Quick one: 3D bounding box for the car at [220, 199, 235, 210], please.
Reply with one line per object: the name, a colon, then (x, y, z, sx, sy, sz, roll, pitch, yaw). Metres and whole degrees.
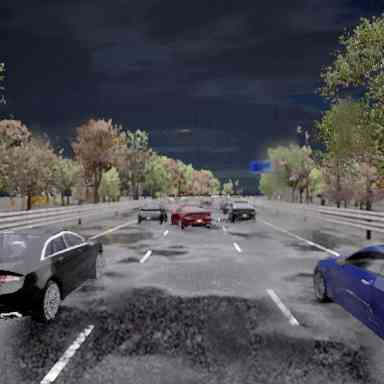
car: (5.110, 1.831, 48.835, 2.033, 1.411, 5.357, 0, 0, 4)

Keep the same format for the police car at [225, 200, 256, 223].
police car: (4.017, 1.575, 27.219, 1.930, 1.638, 5.238, 0, 0, 2)

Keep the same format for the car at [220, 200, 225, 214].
car: (4.485, 1.708, 37.975, 2.128, 1.511, 4.902, 0, 0, 3)

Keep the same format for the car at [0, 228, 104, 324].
car: (-3.336, 1.528, 7.213, 2.128, 1.511, 4.902, 0, 0, 1)

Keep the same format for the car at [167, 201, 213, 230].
car: (-0.125, 1.598, 22.371, 1.882, 1.535, 5.008, -1, 0, -14)

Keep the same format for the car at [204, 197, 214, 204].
car: (4.072, 2.018, 78.439, 2.033, 1.411, 5.357, 0, 0, 6)

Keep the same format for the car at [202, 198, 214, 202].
car: (2.909, 1.996, 65.566, 1.895, 1.301, 4.718, 0, 0, 6)

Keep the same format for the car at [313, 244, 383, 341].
car: (3.525, 1.553, 5.359, 1.812, 1.442, 4.674, 0, 0, 0)

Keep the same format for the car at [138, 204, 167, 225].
car: (-2.921, 1.631, 25.669, 2.128, 1.511, 4.902, 0, 0, 2)
